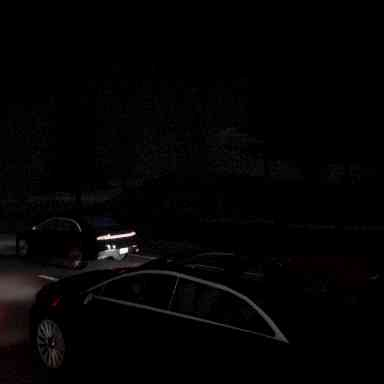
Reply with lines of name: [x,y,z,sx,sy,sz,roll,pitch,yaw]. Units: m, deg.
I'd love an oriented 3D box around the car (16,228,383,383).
car: [-0.039,1.490,4.016,4.902,1.511,2.128,0,0,35]

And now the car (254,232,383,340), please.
car: [3.638,1.601,5.696,4.718,1.301,1.895,0,0,36]

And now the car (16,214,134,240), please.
car: [-3.941,1.478,11.016,4.902,1.511,2.128,0,0,36]
